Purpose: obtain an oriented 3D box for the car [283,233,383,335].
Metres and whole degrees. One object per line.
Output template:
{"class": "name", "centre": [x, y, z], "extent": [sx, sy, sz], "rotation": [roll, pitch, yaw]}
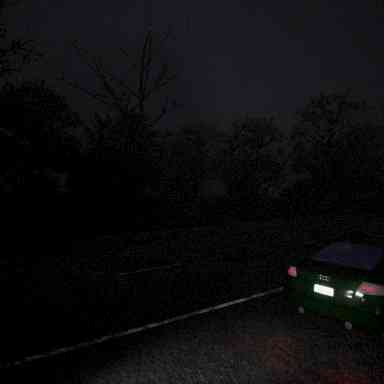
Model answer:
{"class": "car", "centre": [3.715, 1.499, 6.460], "extent": [4.181, 1.385, 1.994], "rotation": [-1, 1, -36]}
